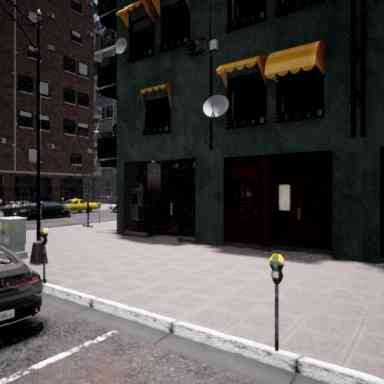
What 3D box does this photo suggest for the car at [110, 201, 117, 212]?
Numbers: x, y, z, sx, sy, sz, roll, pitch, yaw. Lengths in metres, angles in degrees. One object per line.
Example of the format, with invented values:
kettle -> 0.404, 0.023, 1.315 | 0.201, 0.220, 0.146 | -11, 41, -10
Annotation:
car -> -5.968, 1.147, 33.049 | 2.128, 1.511, 4.902 | 0, 1, 35

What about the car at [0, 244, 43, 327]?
car -> -4.472, 1.551, 6.082 | 4.403, 1.369, 2.008 | 0, 0, 36

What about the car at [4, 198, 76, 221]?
car -> -11.437, 1.352, 25.259 | 1.994, 1.385, 4.181 | 0, 1, 35

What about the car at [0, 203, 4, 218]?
car -> -13.987, 1.349, 26.115 | 2.008, 1.369, 4.403 | 1, 1, 35

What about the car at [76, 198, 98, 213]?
car -> -10.887, 1.249, 30.533 | 1.752, 1.417, 4.829 | 1, 1, 35
